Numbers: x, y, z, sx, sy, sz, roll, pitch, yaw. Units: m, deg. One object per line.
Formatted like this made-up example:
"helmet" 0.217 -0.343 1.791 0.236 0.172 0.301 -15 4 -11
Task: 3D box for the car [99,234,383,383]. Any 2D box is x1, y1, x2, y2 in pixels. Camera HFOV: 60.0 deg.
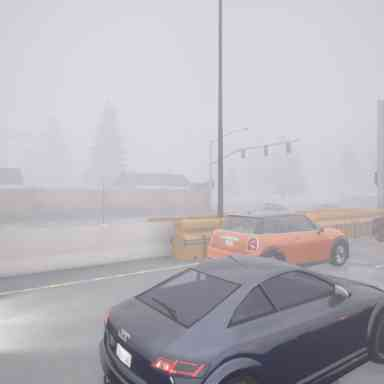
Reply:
"car" 0.963 1.564 4.424 4.181 1.385 1.994 0 0 -35

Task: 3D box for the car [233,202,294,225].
"car" 5.414 1.525 24.928 4.674 1.442 1.812 0 0 -35

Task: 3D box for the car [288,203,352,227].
"car" 8.936 1.526 23.114 4.674 1.442 1.812 0 0 -35

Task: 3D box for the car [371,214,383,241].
"car" 10.245 1.478 15.359 5.008 1.535 1.882 0 0 -36

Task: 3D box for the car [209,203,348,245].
"car" 2.704 1.352 9.956 4.553 1.767 2.097 0 0 -35
